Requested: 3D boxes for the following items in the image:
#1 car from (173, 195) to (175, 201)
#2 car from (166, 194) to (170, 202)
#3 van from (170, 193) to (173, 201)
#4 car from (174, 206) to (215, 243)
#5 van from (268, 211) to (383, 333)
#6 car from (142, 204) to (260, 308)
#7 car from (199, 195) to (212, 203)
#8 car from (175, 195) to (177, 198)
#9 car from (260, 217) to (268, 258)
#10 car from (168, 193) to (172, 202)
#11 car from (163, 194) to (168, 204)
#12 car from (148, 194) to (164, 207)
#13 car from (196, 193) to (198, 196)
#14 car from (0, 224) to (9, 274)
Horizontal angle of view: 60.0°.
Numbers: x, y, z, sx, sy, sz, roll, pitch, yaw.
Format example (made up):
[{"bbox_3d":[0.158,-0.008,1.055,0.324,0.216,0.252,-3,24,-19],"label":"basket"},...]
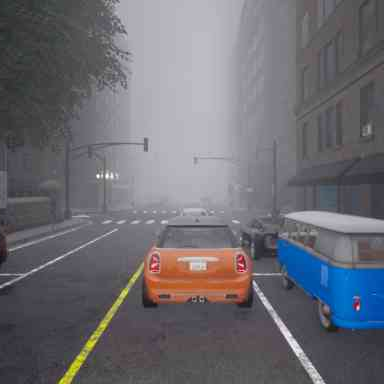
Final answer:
[{"bbox_3d":[-5.649,1.523,77.446,2.008,1.369,4.403,0,0,0],"label":"car"},{"bbox_3d":[-5.653,1.515,61.094,1.887,1.381,4.507,0,0,0],"label":"car"},{"bbox_3d":[-5.651,1.312,71.996,1.690,1.788,3.998,0,0,0],"label":"van"},{"bbox_3d":[0.106,1.521,17.097,1.812,1.442,4.674,0,0,0],"label":"car"},{"bbox_3d":[2.858,1.340,6.542,1.690,1.788,3.998,0,0,0],"label":"van"},{"bbox_3d":[0.104,1.351,8.096,2.097,1.767,4.553,0,0,0],"label":"car"},{"bbox_3d":[2.872,1.410,66.579,1.967,1.590,4.097,0,0,0],"label":"car"},{"bbox_3d":[-5.649,1.290,82.897,2.192,1.841,5.009,0,0,0],"label":"car"},{"bbox_3d":[2.860,1.563,12.202,1.947,1.339,4.313,0,0,0],"label":"car"},{"bbox_3d":[-5.652,1.515,66.545,1.887,1.381,4.507,0,0,0],"label":"car"},{"bbox_3d":[-5.655,1.522,55.643,2.008,1.369,4.403,0,0,0],"label":"car"},{"bbox_3d":[-5.656,1.498,50.023,1.752,1.417,4.829,0,0,0],"label":"car"},{"bbox_3d":[2.880,1.507,93.991,1.752,1.417,4.829,0,0,0],"label":"car"},{"bbox_3d":[-5.667,1.314,6.504,2.192,1.841,5.009,0,0,0],"label":"car"}]
